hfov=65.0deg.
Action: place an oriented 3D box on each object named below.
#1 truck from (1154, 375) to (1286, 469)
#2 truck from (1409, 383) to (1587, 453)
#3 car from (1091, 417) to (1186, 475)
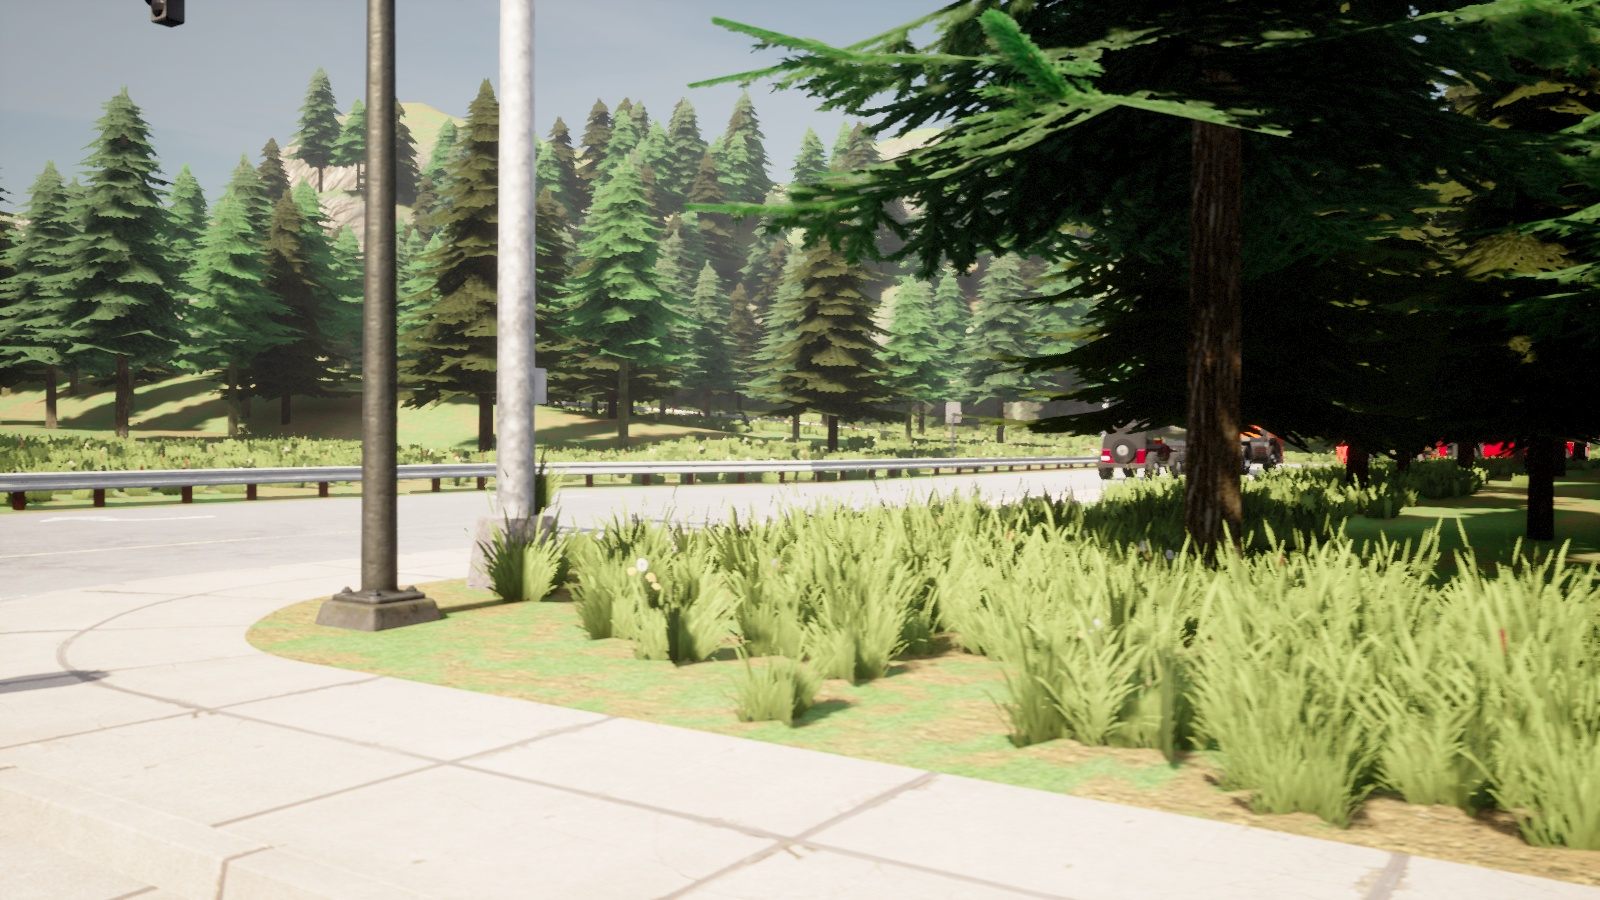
[{"bbox_3d":[16.935,-1.090,50.278,2.891,3.462,7.936,0,1,35],"label":"truck"},{"bbox_3d":[39.516,-1.777,71.240,8.468,3.827,2.891,0,1,0],"label":"truck"},{"bbox_3d":[11.448,-0.153,42.337,1.905,1.878,3.866,0,1,34],"label":"car"}]
